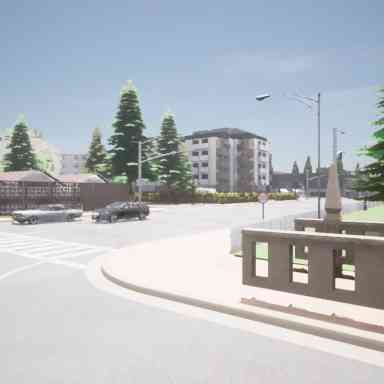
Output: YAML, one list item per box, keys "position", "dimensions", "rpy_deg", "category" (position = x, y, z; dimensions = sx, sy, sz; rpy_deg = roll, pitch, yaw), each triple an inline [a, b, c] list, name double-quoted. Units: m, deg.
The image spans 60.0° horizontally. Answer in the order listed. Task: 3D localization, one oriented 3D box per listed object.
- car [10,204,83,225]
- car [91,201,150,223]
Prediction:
- position: [-10.555, 1.592, 24.391]
  dimensions: [1.895, 1.301, 4.718]
  rpy_deg: [0, 0, 38]
  category: "car"
- position: [-5.356, 1.482, 25.397]
  dimensions: [2.128, 1.511, 4.902]
  rpy_deg: [0, 0, 38]
  category: "car"
